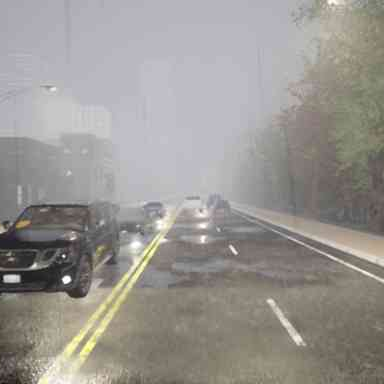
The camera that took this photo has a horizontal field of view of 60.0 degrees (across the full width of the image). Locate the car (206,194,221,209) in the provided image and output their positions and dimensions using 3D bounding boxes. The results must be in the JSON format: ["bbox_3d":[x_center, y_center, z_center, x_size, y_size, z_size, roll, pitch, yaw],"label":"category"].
[{"bbox_3d":[3.238,1.326,48.693,2.150,2.045,5.566,0,0,0],"label":"car"}]

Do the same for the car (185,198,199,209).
[{"bbox_3d":[-0.011,1.652,48.885,2.033,1.411,5.357,0,0,0],"label":"car"}]

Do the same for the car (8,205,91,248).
[{"bbox_3d":[-6.604,1.513,16.133,1.882,1.535,5.008,0,0,0],"label":"car"}]

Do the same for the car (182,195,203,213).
[{"bbox_3d":[0.092,1.303,37.983,2.150,2.045,5.566,0,0,0],"label":"car"}]

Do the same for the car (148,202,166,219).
[{"bbox_3d":[-3.343,1.590,29.472,1.812,1.442,4.674,0,0,1],"label":"car"}]

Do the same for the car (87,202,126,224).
[{"bbox_3d":[-6.596,1.562,26.237,1.837,1.490,4.892,0,0,0],"label":"car"}]

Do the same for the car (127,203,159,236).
[{"bbox_3d":[-3.356,1.590,19.143,2.033,1.411,5.357,0,0,0],"label":"car"}]

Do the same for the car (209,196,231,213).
[{"bbox_3d":[3.340,1.587,38.077,1.837,1.490,4.892,0,0,0],"label":"car"}]

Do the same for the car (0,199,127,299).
[{"bbox_3d":[-3.366,1.241,8.855,2.150,2.045,5.566,0,0,-1],"label":"car"}]
